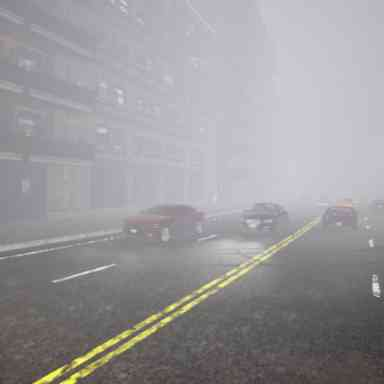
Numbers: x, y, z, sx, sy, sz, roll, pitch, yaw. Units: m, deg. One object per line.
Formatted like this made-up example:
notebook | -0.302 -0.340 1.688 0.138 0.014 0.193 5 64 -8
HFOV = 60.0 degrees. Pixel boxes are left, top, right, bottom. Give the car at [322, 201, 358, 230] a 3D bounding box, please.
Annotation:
car | 9.407 1.527 20.963 1.895 1.301 4.718 2 1 27

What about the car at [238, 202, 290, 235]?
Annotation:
car | 4.011 1.333 17.948 2.128 1.511 4.902 2 1 27

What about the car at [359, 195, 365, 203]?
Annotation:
car | 34.119 1.366 67.606 1.812 1.442 4.674 2 1 21

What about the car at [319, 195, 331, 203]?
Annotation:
car | 24.038 1.220 60.261 2.128 1.511 4.902 2 1 24

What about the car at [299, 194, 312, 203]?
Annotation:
car | 21.031 1.159 61.489 1.812 1.442 4.674 2 1 24

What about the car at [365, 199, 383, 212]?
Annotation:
car | 21.007 1.533 37.395 1.994 1.385 4.181 2 1 25

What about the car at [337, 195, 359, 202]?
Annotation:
car | 17.335 1.365 37.205 1.882 1.535 5.008 2 1 25

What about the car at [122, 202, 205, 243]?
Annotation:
car | -1.108 1.237 15.141 1.882 1.535 5.008 2 1 28
